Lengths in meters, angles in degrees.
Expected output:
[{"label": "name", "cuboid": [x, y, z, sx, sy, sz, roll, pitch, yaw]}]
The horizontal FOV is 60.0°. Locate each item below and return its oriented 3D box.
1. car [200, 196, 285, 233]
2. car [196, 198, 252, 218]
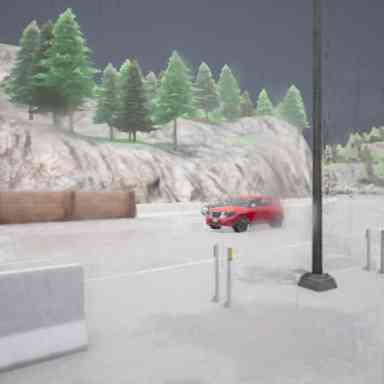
[{"label": "car", "cuboid": [3.375, 1.237, 20.156, 5.566, 2.045, 2.150, 0, 0, -40]}, {"label": "car", "cuboid": [2.839, 1.352, 28.906, 4.902, 1.511, 2.128, 0, 0, -43]}]
